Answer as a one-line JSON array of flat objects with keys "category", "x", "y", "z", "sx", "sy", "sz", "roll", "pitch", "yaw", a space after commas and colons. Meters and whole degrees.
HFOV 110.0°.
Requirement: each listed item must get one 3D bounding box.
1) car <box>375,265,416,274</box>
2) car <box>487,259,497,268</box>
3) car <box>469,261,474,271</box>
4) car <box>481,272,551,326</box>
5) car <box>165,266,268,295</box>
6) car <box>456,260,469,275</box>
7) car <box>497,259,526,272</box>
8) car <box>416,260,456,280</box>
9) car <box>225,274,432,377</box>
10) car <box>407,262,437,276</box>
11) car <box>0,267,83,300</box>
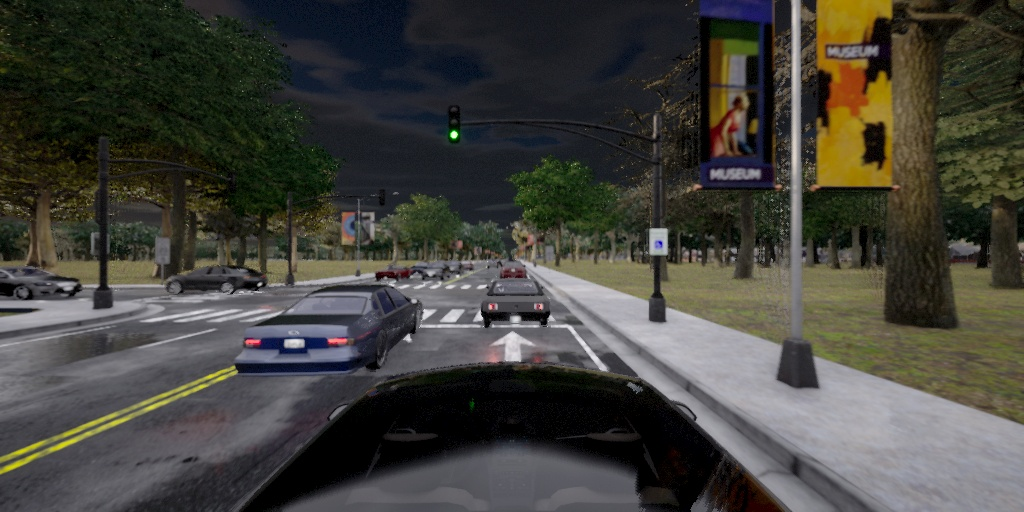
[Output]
[{"category": "car", "x": -9.848, "y": 1.393, "z": 30.144, "sx": 1.895, "sy": 1.301, "sz": 4.718, "roll": 0, "pitch": 0, "yaw": 0}, {"category": "car", "x": -3.237, "y": 1.409, "z": 61.992, "sx": 2.033, "sy": 1.411, "sz": 5.357, "roll": 0, "pitch": 0, "yaw": 0}, {"category": "car", "x": -6.559, "y": 1.361, "z": 51.191, "sx": 1.812, "sy": 1.442, "sz": 4.674, "roll": 0, "pitch": 0, "yaw": 0}, {"category": "car", "x": 0.101, "y": 1.365, "z": 11.647, "sx": 1.895, "sy": 1.301, "sz": 4.718, "roll": 0, "pitch": 0, "yaw": 0}, {"category": "car", "x": -15.930, "y": 1.270, "z": 19.392, "sx": 4.892, "sy": 1.490, "sz": 1.837, "roll": 0, "pitch": -1, "yaw": 4}, {"category": "car", "x": -6.592, "y": 1.304, "z": 40.955, "sx": 2.128, "sy": 1.511, "sz": 4.902, "roll": 0, "pitch": 0, "yaw": 0}, {"category": "car", "x": 0.100, "y": 1.144, "z": 30.334, "sx": 2.097, "sy": 1.767, "sz": 4.553, "roll": 0, "pitch": 0, "yaw": 0}, {"category": "car", "x": -6.596, "y": 1.286, "z": 31.619, "sx": 2.128, "sy": 1.511, "sz": 4.902, "roll": 0, "pitch": 0, "yaw": 0}, {"category": "car", "x": -3.263, "y": 1.306, "z": 7.653, "sx": 2.033, "sy": 1.411, "sz": 5.357, "roll": 0, "pitch": 0, "yaw": -3}, {"category": "car", "x": -9.845, "y": 1.357, "z": 39.797, "sx": 2.033, "sy": 1.411, "sz": 5.357, "roll": 0, "pitch": 0, "yaw": 0}, {"category": "car", "x": -22.941, "y": 1.238, "z": 16.562, "sx": 4.902, "sy": 1.511, "sz": 2.128, "roll": 0, "pitch": 0, "yaw": 0}]
